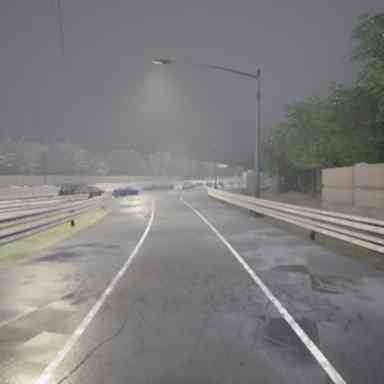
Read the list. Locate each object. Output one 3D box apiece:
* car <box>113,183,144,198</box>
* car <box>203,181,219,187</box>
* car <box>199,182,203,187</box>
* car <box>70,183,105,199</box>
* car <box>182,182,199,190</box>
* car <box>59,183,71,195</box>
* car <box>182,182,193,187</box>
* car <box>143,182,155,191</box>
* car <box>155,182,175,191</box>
[{"bbox_3d":[-9.043,-0.041,46.243,1.882,1.535,5.008,0,3,17],"label":"car"},{"bbox_3d":[5.422,-2.150,92.443,1.882,1.535,5.008,0,3,17],"label":"car"},{"bbox_3d":[2.085,-2.125,93.499,2.128,1.511,4.902,0,3,17],"label":"car"},{"bbox_3d":[-13.415,-0.040,44.002,2.097,1.767,4.553,0,3,17],"label":"car"},{"bbox_3d":[-0.650,-1.187,72.965,1.994,1.385,4.181,0,3,17],"label":"car"},{"bbox_3d":[-16.223,-0.272,46.743,2.150,2.045,5.566,0,3,17],"label":"car"},{"bbox_3d":[-1.255,-2.172,94.546,1.837,1.490,4.892,0,3,17],"label":"car"},{"bbox_3d":[-8.602,-1.057,71.005,2.033,1.411,5.357,0,3,17],"label":"car"},{"bbox_3d":[-5.276,-1.219,69.910,2.097,1.767,4.553,0,3,17],"label":"car"}]
